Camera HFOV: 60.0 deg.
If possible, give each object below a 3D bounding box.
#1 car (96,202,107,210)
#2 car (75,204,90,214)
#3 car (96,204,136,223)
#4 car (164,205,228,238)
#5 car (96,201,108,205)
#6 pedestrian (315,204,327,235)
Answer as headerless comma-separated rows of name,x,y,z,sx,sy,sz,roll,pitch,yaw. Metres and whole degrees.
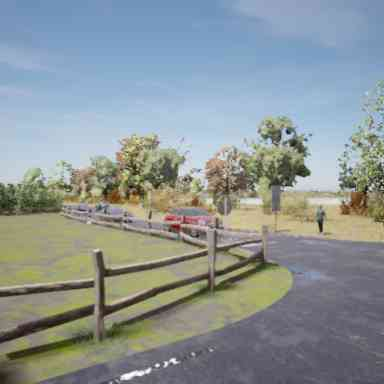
car,-16.829,2.560,61.745,1.812,1.442,4.674,0,-1,-18
car,-15.356,2.347,46.578,2.033,1.411,5.357,0,-1,-21
car,-7.049,2.098,30.969,2.033,1.411,5.357,0,-1,-33
car,0.137,1.727,20.494,2.097,1.767,4.553,0,-1,-35
car,-13.911,2.233,51.942,2.097,1.767,4.553,0,-1,-17
pedestrian,7.743,1.633,20.013,0.375,1.860,0.375,-1,0,-35
